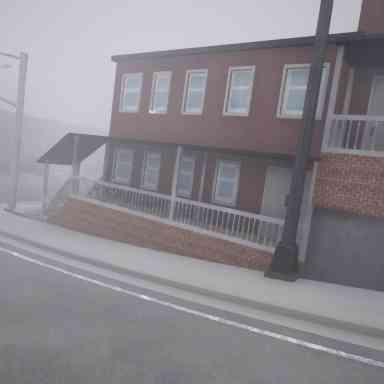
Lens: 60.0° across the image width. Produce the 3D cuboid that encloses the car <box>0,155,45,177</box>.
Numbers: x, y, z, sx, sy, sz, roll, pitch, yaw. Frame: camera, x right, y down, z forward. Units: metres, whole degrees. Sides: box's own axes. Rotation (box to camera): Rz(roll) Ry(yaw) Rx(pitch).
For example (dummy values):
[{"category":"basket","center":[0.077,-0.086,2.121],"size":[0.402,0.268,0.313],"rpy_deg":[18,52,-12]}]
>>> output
[{"category":"car","center":[-17.600,-2.761,34.029],"size":[2.150,2.045,5.566],"rpy_deg":[11,7,35]}]

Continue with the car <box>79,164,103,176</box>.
[{"category":"car","center":[-13.437,-3.049,45.796],"size":[2.128,1.511,4.902],"rpy_deg":[11,7,35]}]
